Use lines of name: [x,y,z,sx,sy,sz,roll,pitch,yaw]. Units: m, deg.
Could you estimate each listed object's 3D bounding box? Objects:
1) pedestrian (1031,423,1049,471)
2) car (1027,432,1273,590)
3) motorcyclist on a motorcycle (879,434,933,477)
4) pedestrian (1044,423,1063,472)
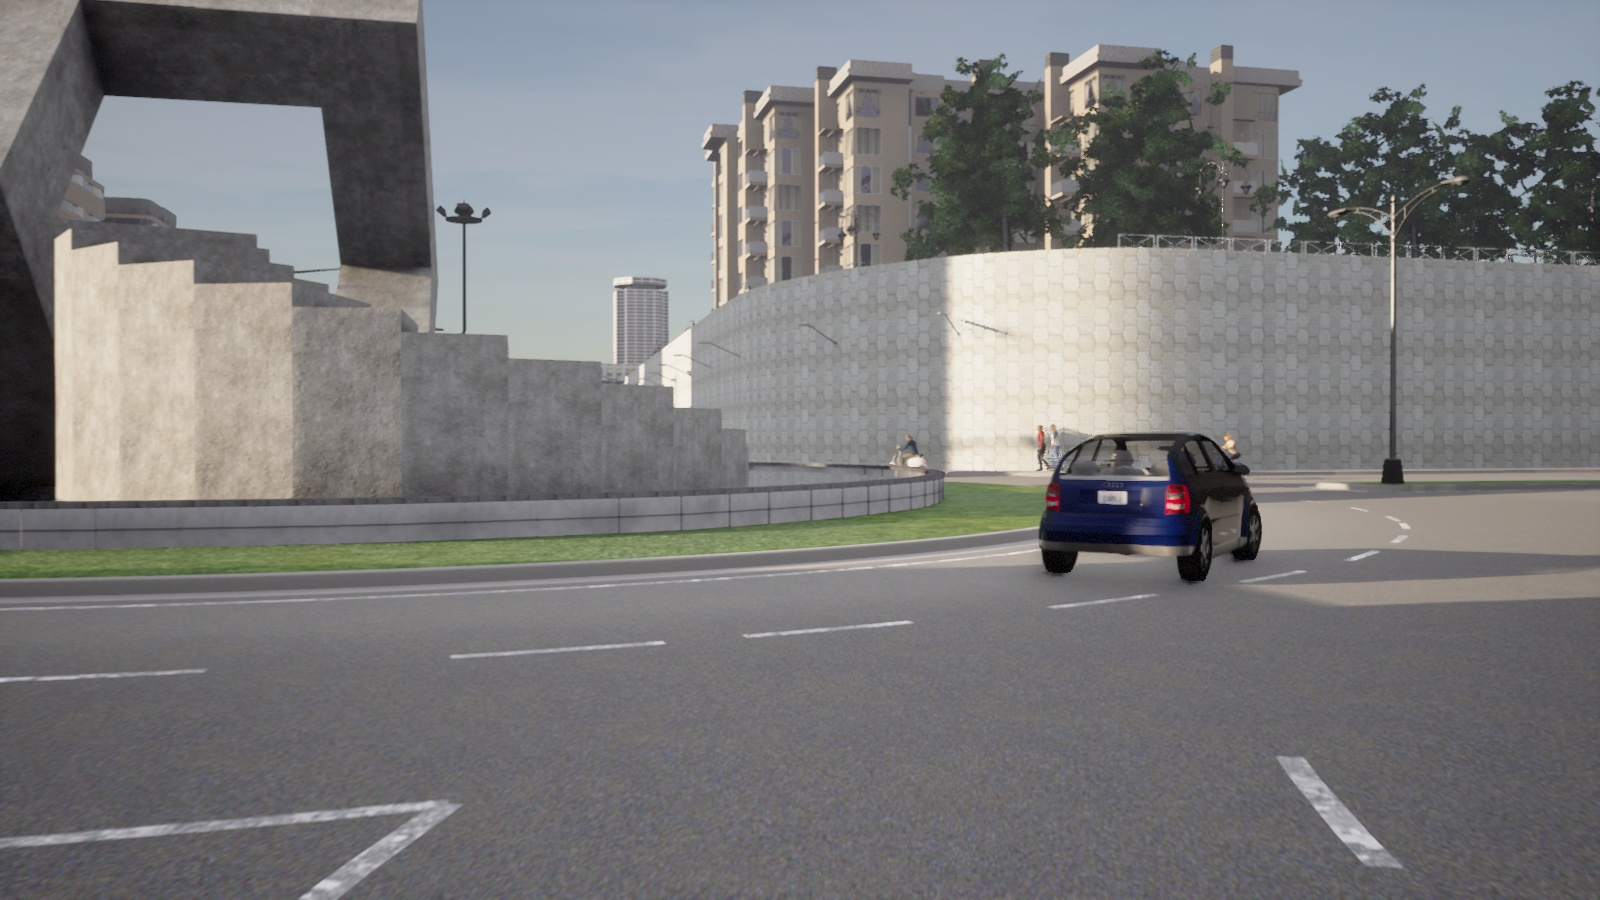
pedestrian: [9.230,-0.106,48.255,0.636,1.846,0.331,0,1,17]
car: [4.106,0.574,14.338,1.789,1.549,3.705,0,1,31]
motorcyclist on a motorcycle: [3.969,0.202,47.065,1.817,1.590,0.866,1,1,38]
pedestrian: [9.622,-0.100,47.700,0.706,1.836,0.354,0,1,13]
